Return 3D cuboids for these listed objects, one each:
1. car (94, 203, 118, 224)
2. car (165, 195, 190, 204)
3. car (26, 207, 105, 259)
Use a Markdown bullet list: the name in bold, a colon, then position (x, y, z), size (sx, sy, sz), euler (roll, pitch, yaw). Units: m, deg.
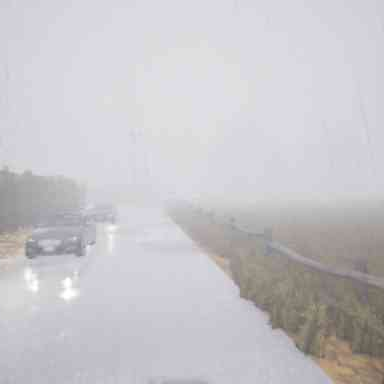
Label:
- **car**: position (-6.738, 1.618, 25.569), size (1.837, 1.490, 4.892), euler (-1, 0, -8)
- **car**: position (-1.985, 1.450, 46.946), size (1.994, 1.385, 4.181), euler (-1, 0, 33)
- **car**: position (-4.992, 1.598, 13.240), size (2.128, 1.511, 4.902), euler (-1, 0, -8)
